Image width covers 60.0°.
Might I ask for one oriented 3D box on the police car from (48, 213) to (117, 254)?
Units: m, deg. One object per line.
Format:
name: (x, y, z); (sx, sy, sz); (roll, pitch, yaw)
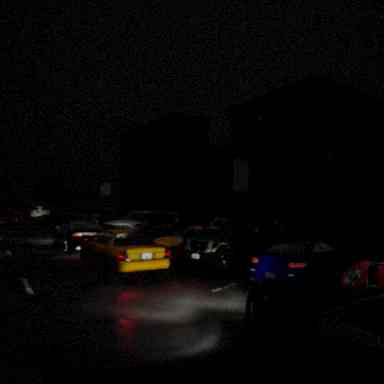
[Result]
police car: (-5.859, 2.115, 17.195); (1.930, 1.638, 5.238); (3, -3, -32)

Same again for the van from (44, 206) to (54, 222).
van: (-14.064, 2.795, 38.318); (1.878, 1.987, 4.442); (-1, -4, 38)

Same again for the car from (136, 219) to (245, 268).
car: (0.102, 2.199, 15.173); (1.946, 1.575, 5.366); (0, -4, 38)

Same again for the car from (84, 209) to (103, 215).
car: (-24.990, 5.083, 84.618); (4.792, 1.488, 2.163); (-2, -4, 36)

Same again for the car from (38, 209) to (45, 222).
car: (-15.735, 3.144, 40.750); (2.002, 1.452, 4.674); (0, -4, 38)

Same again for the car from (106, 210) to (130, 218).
car: (-15.692, 4.580, 70.457); (4.792, 1.488, 2.163); (0, -2, 36)

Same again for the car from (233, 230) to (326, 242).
car: (3.394, 2.085, 10.232); (2.002, 1.452, 4.674); (-1, -4, 38)

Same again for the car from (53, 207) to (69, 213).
car: (-10.913, 2.708, 33.154); (2.185, 1.767, 4.553); (0, -4, 38)

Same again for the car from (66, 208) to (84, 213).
car: (-7.772, 2.524, 28.025); (2.185, 1.767, 4.553); (-1, -4, 38)

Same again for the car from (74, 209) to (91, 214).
car: (-6.179, 2.435, 25.483); (2.185, 1.767, 4.553); (-1, -4, 38)

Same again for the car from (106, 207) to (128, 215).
car: (-19.902, 5.068, 87.965); (5.566, 2.045, 2.435); (-2, -5, 36)

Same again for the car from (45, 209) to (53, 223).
car: (-12.548, 2.922, 35.668); (2.097, 1.535, 5.008); (-1, -4, 38)

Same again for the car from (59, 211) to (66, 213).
car: (-9.346, 2.782, 30.582); (2.002, 1.452, 4.674); (0, -4, 38)

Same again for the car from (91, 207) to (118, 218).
car: (-18.091, 4.171, 68.823); (5.566, 2.045, 2.435); (0, -3, 37)

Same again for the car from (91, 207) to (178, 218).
car: (-2.978, 2.134, 20.398); (2.435, 2.045, 5.566); (0, -4, 38)

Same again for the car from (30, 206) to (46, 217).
car: (-20.538, 3.126, 48.408); (2.435, 2.045, 5.566); (-1, -4, 38)

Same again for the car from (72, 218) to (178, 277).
car: (-2.716, 1.976, 12.180); (1.801, 1.575, 5.366); (3, -3, -32)

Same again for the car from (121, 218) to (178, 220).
car: (-1.397, 2.328, 17.839); (2.163, 1.488, 4.792); (0, -4, 38)

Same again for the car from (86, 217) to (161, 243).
car: (-4.578, 2.502, 22.925); (2.163, 1.488, 4.792); (0, -4, 38)

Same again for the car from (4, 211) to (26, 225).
car: (-19.869, 2.846, 37.302); (1.882, 1.535, 5.008); (3, -3, -32)

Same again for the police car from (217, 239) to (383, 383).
police car: (2.641, 1.665, 3.646); (1.930, 1.638, 5.238); (3, -3, -32)

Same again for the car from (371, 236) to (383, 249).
car: (5.019, 1.839, 7.721); (2.185, 1.767, 4.553); (0, -4, 38)

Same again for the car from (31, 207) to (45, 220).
car: (-17.456, 3.180, 43.143); (1.946, 1.575, 5.366); (0, -4, 38)

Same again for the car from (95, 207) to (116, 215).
car: (-22.471, 4.936, 86.307); (5.566, 2.045, 2.435); (-2, -4, 36)
